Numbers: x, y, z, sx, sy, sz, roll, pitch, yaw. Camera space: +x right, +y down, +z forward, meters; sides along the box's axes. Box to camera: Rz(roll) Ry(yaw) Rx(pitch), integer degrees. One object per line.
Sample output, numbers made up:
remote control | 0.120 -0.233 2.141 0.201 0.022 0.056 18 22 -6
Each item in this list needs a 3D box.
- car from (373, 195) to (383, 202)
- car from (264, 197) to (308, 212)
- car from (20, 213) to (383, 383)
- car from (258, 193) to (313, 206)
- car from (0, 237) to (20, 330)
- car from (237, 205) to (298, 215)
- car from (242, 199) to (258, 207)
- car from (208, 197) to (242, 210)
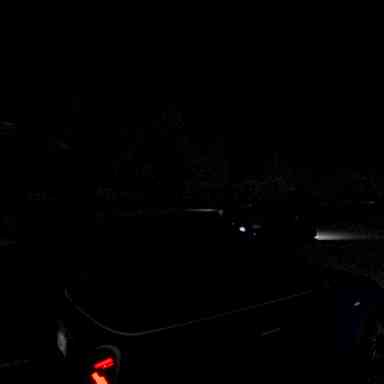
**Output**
car | 37.550 1.240 65.044 5.357 1.411 2.033 0 0 -35
car | 10.549 1.361 37.302 4.902 1.511 2.128 0 0 -35
car | 0.584 1.340 4.163 4.553 1.767 2.097 0 0 -35
car | 9.312 1.109 32.125 5.566 2.045 2.150 0 0 -35
car | -3.016 1.544 5.893 5.357 1.411 2.033 0 0 -35
car | 3.728 1.514 15.004 4.181 1.385 1.994 0 0 -35
car | 8.850 1.359 40.389 4.902 1.511 2.128 0 0 -35
car | 4.228 1.386 41.395 4.892 1.490 1.837 0 0 -35
